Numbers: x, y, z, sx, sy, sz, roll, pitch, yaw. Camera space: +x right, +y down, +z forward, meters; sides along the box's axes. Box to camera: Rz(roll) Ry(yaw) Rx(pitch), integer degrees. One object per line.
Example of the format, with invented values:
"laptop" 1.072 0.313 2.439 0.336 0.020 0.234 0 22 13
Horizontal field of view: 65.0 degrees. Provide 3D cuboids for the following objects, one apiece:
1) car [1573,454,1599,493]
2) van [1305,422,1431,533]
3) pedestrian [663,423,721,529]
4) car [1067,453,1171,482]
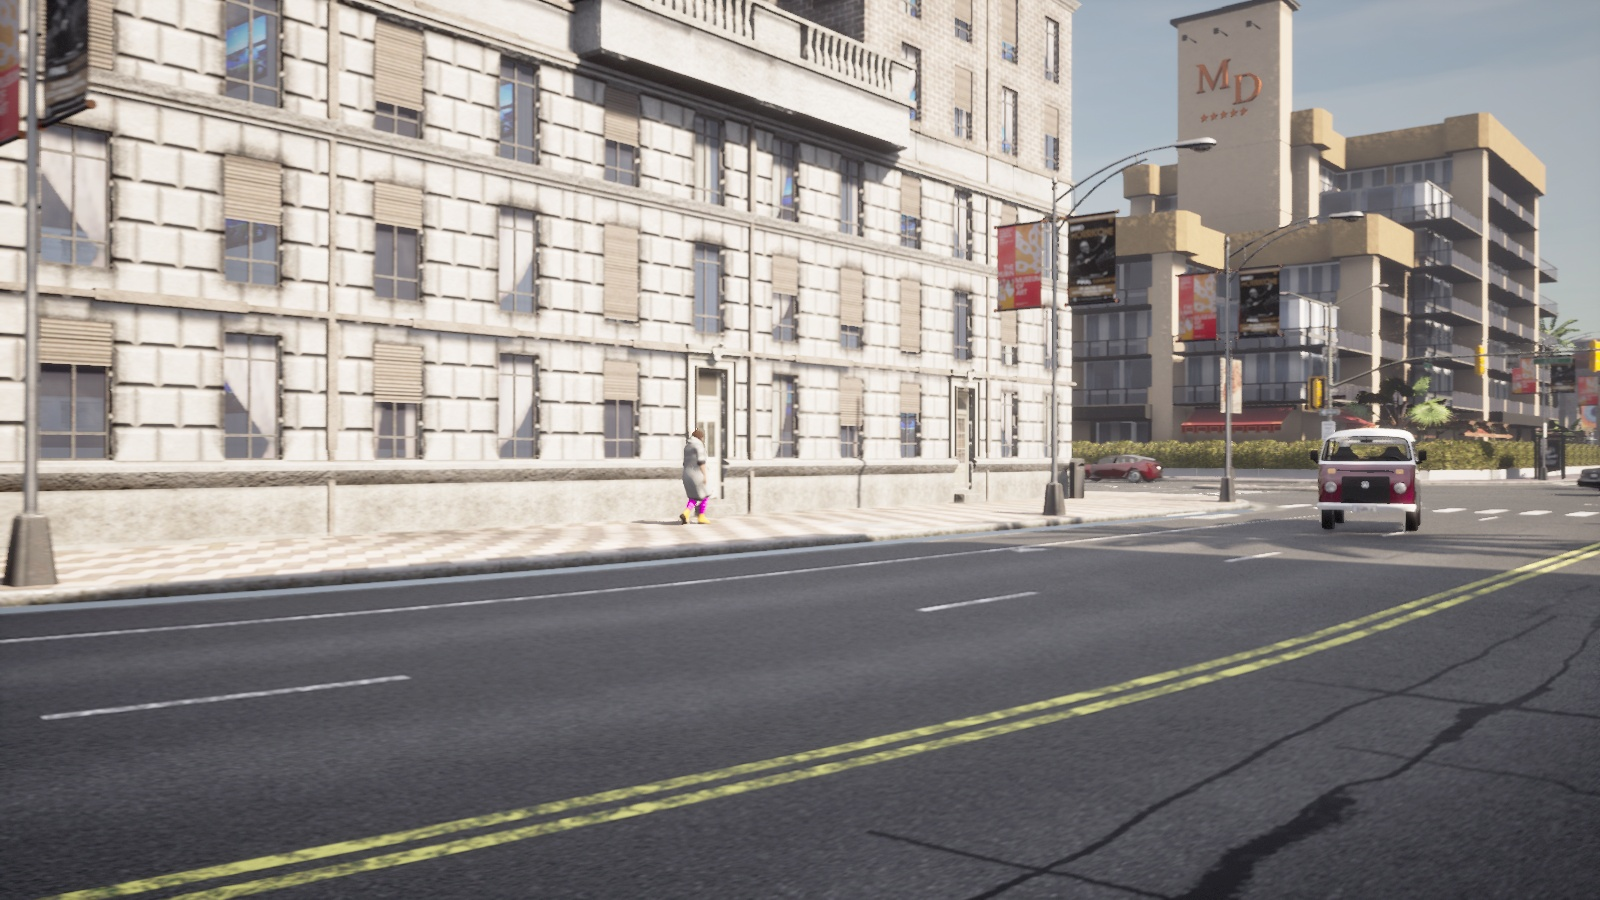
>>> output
"car" 31.642 0.854 46.158 5.357 1.411 2.033 0 0 -6
"van" 11.645 0.517 25.560 2.069 2.038 4.480 0 0 28
"pedestrian" -2.025 0.479 23.537 0.873 1.952 0.659 0 0 -43
"car" 16.778 0.905 66.162 4.792 1.488 2.163 0 0 40
